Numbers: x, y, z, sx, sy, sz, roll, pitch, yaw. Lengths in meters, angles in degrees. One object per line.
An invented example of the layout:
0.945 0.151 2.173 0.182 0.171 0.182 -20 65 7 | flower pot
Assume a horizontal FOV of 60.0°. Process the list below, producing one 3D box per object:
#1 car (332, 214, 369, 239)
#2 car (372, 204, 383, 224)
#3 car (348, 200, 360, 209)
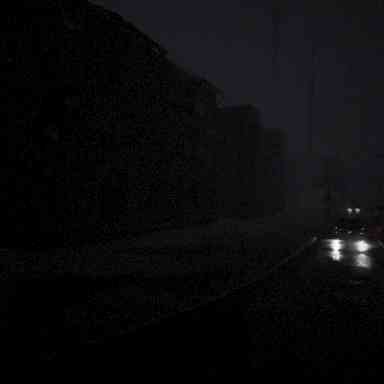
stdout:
10.798 2.320 22.713 1.837 1.490 4.892 -1 -3 26 | car
20.925 2.300 36.038 2.150 2.045 5.566 -1 0 26 | car
28.848 2.113 59.176 2.033 1.411 5.357 -1 1 26 | car
